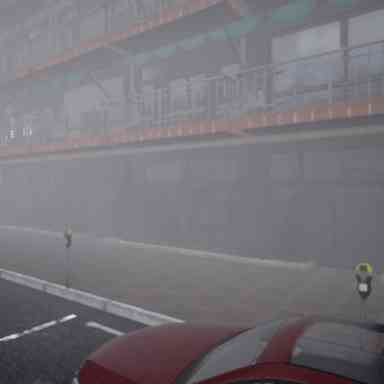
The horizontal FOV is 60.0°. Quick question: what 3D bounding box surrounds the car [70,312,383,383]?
[{"bbox_3d":[0.863,1.579,2.259,4.206,1.307,1.802,0,0,35],"label":"car"}]
